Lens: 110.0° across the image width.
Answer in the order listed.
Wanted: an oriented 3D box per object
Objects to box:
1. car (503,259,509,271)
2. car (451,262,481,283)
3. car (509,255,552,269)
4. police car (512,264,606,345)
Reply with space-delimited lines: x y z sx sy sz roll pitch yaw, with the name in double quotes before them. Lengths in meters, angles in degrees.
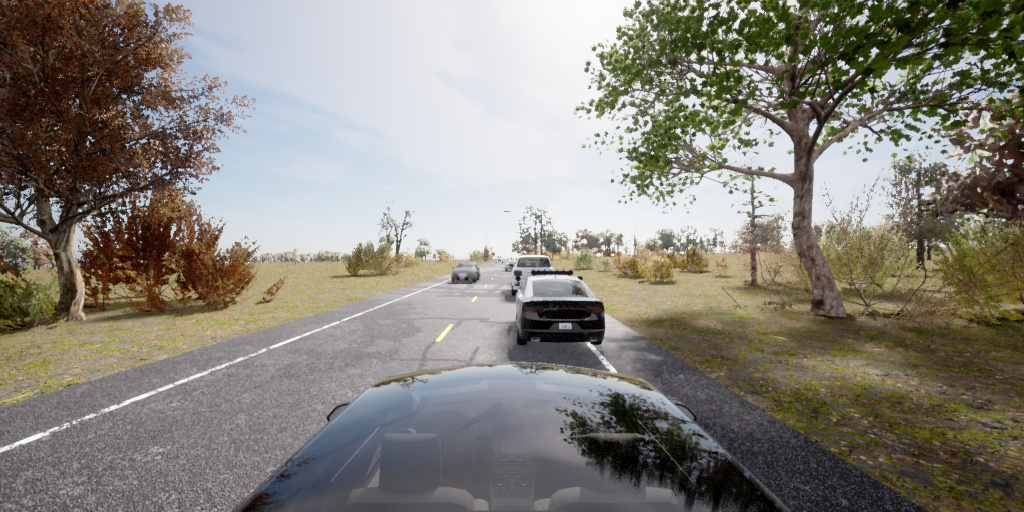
"car" 0.055 1.284 48.265 1.812 1.442 4.674 0 0 1
"car" -3.491 1.247 27.721 2.128 1.511 4.902 0 0 0
"car" 1.057 0.979 19.566 2.150 2.045 5.566 0 0 0
"police car" 1.053 1.177 9.644 1.930 1.638 5.238 0 0 0
